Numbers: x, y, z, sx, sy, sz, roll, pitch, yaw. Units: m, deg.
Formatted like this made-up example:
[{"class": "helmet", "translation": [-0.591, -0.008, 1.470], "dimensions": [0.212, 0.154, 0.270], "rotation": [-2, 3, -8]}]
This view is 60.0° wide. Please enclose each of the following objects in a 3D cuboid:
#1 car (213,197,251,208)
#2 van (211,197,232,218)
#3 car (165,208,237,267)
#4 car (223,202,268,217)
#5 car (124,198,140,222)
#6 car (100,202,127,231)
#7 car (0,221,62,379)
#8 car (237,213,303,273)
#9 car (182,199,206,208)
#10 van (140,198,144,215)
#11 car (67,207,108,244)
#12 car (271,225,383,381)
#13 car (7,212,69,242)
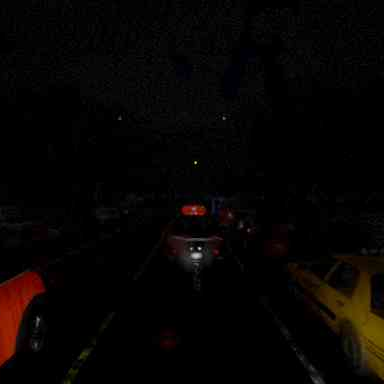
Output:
[{"class": "car", "translation": [2.808, 1.380, 21.505], "dimensions": [2.192, 1.841, 5.009], "rotation": [0, 0, 0]}, {"class": "van", "translation": [2.833, 1.441, 32.380], "dimensions": [1.690, 1.788, 3.998], "rotation": [0, 0, 0]}, {"class": "car", "translation": [0.125, 1.528, 11.543], "dimensions": [2.128, 1.511, 4.902], "rotation": [0, 0, 0]}, {"class": "car", "translation": [2.796, 1.488, 16.067], "dimensions": [1.967, 1.590, 4.097], "rotation": [0, 0, 0]}, {"class": "car", "translation": [-5.705, 1.522, 26.961], "dimensions": [1.967, 1.590, 4.097], "rotation": [0, 0, 0]}, {"class": "car", "translation": [-5.717, 1.589, 21.354], "dimensions": [1.752, 1.417, 4.829], "rotation": [0, 0, 0]}, {"class": "car", "translation": [-3.095, 1.360, 2.855], "dimensions": [2.097, 1.767, 4.553], "rotation": [0, 0, 0]}, {"class": "car", "translation": [2.783, 1.577, 10.629], "dimensions": [1.887, 1.381, 4.507], "rotation": [0, 0, 0]}, {"class": "car", "translation": [0.166, 1.442, 29.584], "dimensions": [2.097, 1.767, 4.553], "rotation": [0, 0, 0]}, {"class": "van", "translation": [-5.692, 1.440, 32.400], "dimensions": [1.690, 1.788, 3.998], "rotation": [0, 0, 0]}, {"class": "car", "translation": [-5.729, 1.614, 16.086], "dimensions": [1.947, 1.339, 4.313], "rotation": [0, 0, 0]}, {"class": "car", "translation": [2.771, 1.542, 5.361], "dimensions": [1.752, 1.417, 4.829], "rotation": [0, 0, 0]}, {"class": "car", "translation": [-5.742, 1.556, 10.479], "dimensions": [1.752, 1.417, 4.829], "rotation": [0, 0, 0]}]
